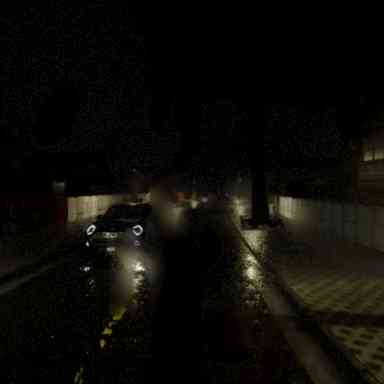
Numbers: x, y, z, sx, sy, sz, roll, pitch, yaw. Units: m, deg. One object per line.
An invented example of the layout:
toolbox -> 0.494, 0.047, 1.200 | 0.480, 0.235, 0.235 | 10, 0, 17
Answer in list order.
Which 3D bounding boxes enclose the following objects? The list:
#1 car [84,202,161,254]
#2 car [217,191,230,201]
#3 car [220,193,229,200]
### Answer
car -> -2.492, 1.239, 12.929 | 2.097, 1.767, 4.553 | 0, 1, 3
car -> 6.233, 0.759, 66.901 | 2.150, 2.045, 5.566 | 0, 0, 8
car -> 7.649, 0.904, 77.197 | 1.882, 1.535, 5.008 | 0, 0, 8
